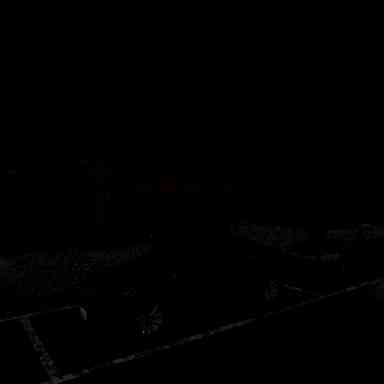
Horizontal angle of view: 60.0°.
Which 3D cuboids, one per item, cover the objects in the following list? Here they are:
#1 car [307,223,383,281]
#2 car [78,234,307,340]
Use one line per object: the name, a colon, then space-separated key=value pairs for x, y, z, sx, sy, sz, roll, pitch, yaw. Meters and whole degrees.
car: x=4.526 y=1.582 z=9.752 sx=4.206 sy=1.307 sz=1.802 roll=0 pitch=0 yaw=-35
car: x=0.043 y=1.566 z=6.563 sx=4.313 sy=1.339 sz=1.947 roll=0 pitch=0 yaw=-35
